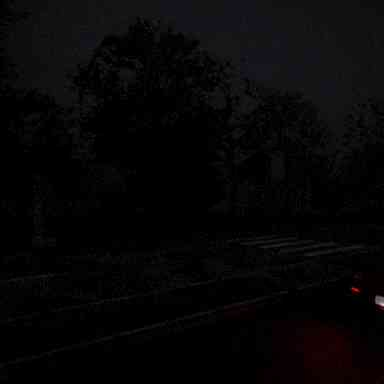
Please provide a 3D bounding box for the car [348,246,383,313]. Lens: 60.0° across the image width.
[{"bbox_3d":[4.969,1.609,6.673,4.674,1.442,1.812,0,-1,-35],"label":"car"}]
